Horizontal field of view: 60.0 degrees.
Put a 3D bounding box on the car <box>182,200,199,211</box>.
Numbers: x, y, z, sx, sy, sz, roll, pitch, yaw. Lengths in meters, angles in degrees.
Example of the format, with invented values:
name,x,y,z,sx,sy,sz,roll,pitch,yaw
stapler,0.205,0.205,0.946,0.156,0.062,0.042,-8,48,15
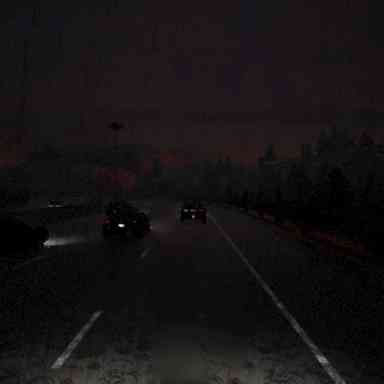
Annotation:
name,x,y,z,sx,sy,sz,roll,pitch,yaw
car,-0.242,1.675,42.991,1.895,1.301,4.718,0,0,-3

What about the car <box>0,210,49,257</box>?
name,x,y,z,sx,sy,sz,roll,pitch,yaw
car,-6.898,1.555,11.461,2.033,1.411,5.357,0,0,0

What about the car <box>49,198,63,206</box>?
name,x,y,z,sx,sy,sz,roll,pitch,yaw
car,-24.372,1.717,59.894,2.033,1.411,5.357,0,0,-15

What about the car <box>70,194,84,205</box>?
name,x,y,z,sx,sy,sz,roll,pitch,yaw
car,-21.178,1.393,61.503,2.150,2.045,5.566,0,0,-15

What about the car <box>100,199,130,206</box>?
name,x,y,z,sx,sy,sz,roll,pitch,yaw
car,-6.897,1.537,32.082,2.128,1.511,4.902,0,0,0

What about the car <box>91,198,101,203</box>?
name,x,y,z,sx,sy,sz,roll,pitch,yaw
car,-17.872,1.732,62.495,1.994,1.385,4.181,0,0,-15

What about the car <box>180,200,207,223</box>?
name,x,y,z,sx,sy,sz,roll,pitch,yaw
car,0.104,1.521,25.772,2.128,1.511,4.902,0,0,0

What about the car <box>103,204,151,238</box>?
name,x,y,z,sx,sy,sz,roll,pitch,yaw
car,-3.397,1.580,17.971,1.994,1.385,4.181,0,0,0
